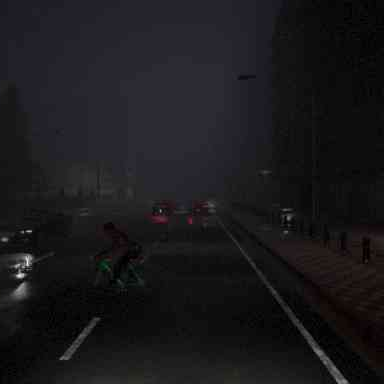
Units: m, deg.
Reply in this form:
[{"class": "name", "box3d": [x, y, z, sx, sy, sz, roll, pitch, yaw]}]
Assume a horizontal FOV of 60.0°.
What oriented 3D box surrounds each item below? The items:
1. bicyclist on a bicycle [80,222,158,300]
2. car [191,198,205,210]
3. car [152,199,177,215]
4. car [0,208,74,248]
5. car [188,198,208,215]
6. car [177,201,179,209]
[{"class": "bicyclist on a bicycle", "box3d": [-1.541, 1.453, 6.927, 1.656, 1.620, 0.582, -2, 0, 1]}, {"class": "car", "box3d": [0.800, 1.525, 44.187, 1.812, 1.442, 4.674, 0, 0, 1]}, {"class": "car", "box3d": [-2.881, 1.505, 33.382, 1.837, 1.490, 4.892, 0, 0, 1]}, {"class": "car", "box3d": [-6.872, 1.490, 14.750, 2.128, 1.511, 4.902, 0, 0, 1]}, {"class": "car", "box3d": [0.626, 1.526, 33.604, 1.812, 1.442, 4.674, 0, 0, 1]}, {"class": "car", "box3d": [-2.730, 1.564, 42.293, 1.994, 1.385, 4.181, 0, 0, 1]}]
